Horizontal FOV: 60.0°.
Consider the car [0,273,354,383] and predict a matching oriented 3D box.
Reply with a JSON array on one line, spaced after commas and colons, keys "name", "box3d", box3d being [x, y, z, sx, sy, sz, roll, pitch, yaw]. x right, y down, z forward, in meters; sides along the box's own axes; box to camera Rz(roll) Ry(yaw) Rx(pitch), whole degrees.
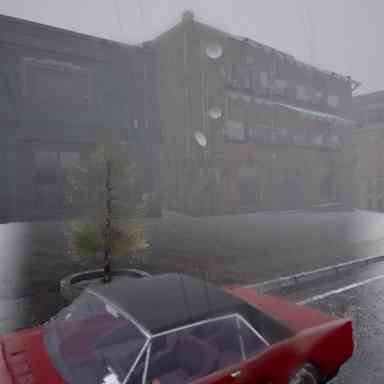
[{"name": "car", "box3d": [-0.600, 1.601, 3.024, 4.718, 1.301, 1.895, 0, 0, -36]}]
